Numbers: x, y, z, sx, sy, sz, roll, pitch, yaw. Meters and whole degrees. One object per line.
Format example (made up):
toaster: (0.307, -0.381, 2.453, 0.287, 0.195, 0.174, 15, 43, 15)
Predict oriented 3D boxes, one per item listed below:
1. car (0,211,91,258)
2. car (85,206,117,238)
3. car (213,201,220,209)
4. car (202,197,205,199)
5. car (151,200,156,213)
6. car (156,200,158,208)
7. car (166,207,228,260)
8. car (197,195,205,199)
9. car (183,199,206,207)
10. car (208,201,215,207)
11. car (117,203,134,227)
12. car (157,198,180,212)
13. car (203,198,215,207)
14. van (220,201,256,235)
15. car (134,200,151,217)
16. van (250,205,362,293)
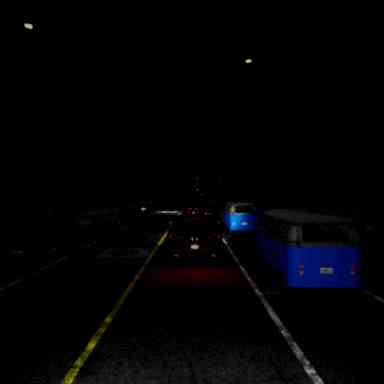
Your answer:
car: (-5.739, 1.644, 13.153, 1.947, 1.339, 4.313, 0, 0, 0)
car: (-5.730, 1.635, 18.273, 1.752, 1.417, 4.829, 0, 0, 0)
car: (2.808, 1.677, 25.112, 1.752, 1.417, 4.829, 0, 0, 0)
car: (2.852, 1.859, 49.918, 2.008, 1.369, 4.403, 0, 0, 0)
car: (-5.693, 1.783, 39.048, 1.887, 1.381, 4.507, 0, 0, 0)
car: (-5.673, 1.859, 49.937, 2.008, 1.369, 4.403, 0, 0, 0)
car: (0.101, 1.554, 12.742, 1.882, 1.535, 5.008, 0, 0, 0)
car: (3.117, 2.138, 92.100, 2.008, 1.369, 4.403, 0, 0, 1)
car: (0.151, 1.704, 32.883, 1.837, 1.490, 4.892, 0, -1, 0)
car: (2.817, 1.750, 30.355, 1.947, 1.339, 4.313, 0, 0, 0)
car: (-5.720, 1.694, 23.732, 2.008, 1.369, 4.403, 0, 0, 0)
car: (-3.009, 1.819, 44.228, 2.033, 1.411, 5.357, 0, 0, 0)
car: (2.843, 1.826, 44.926, 2.008, 1.369, 4.403, 0, 0, 0)
van: (2.798, 1.458, 19.530, 1.690, 1.788, 3.998, 0, 0, 0)
car: (-5.703, 1.755, 33.604, 2.008, 1.369, 4.403, 0, 0, 0)
van: (2.779, 1.393, 8.703, 1.690, 1.788, 3.998, 0, 0, 0)
